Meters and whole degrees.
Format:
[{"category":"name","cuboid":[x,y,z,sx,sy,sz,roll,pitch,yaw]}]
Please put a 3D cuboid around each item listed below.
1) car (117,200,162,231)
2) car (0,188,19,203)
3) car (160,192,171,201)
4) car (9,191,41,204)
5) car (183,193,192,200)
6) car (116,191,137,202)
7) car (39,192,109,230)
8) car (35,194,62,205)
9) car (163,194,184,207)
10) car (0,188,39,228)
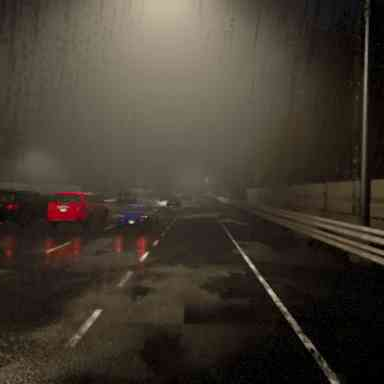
[{"category":"car","cuboid":[-3.193,1.437,20.130,1.812,1.442,4.674,1,0,1]},{"category":"car","cuboid":[-27.161,0.502,47.303,2.150,2.045,5.566,1,0,1]},{"category":"car","cuboid":[-5.670,1.054,73.288,2.150,2.045,5.566,1,0,1]},{"category":"car","cuboid":[-23.667,0.726,47.261,2.097,1.767,4.553,1,0,1]},{"category":"car","cuboid":[-1.797,1.422,93.223,1.837,1.490,4.892,1,0,1]},{"category":"car","cuboid":[-9.627,0.957,49.232,2.150,2.045,5.566,1,0,1]},{"category":"car","cuboid":[-6.686,1.043,20.074,2.150,2.045,5.566,1,0,1]},{"category":"car","cuboid":[-20.183,1.029,46.977,1.994,1.385,4.181,1,0,1]},{"category":"car","cuboid":[-2.638,1.479,49.279,1.994,1.385,4.181,1,0,1]},{"category":"car","cuboid":[-10.187,0.953,20.020,2.150,2.045,5.566,1,0,1]}]
